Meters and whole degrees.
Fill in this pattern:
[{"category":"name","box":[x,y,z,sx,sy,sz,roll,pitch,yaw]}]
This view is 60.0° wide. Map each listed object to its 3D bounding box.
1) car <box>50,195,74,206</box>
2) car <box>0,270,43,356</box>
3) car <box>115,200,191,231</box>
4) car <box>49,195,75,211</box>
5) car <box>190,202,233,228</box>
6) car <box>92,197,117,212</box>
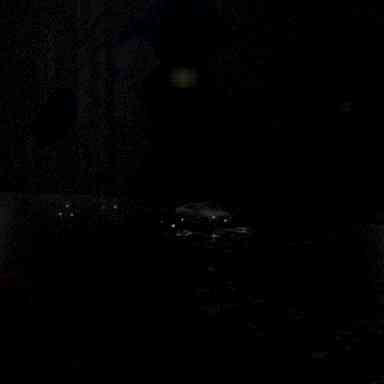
[{"category":"car","box":[-19.489,1.220,49.843,2.033,1.411,5.357,-1,1,-36]},{"category":"car","box":[-4.134,1.546,3.703,4.507,1.381,1.887,0,-1,-36]},{"category":"car","box":[-2.582,1.472,20.586,2.033,1.411,5.357,-1,1,-36]},{"category":"car","box":[-14.740,1.247,37.521,2.128,1.511,4.902,-1,1,-36]},{"category":"car","box":[0.630,1.409,21.722,1.812,1.442,4.674,-1,1,-36]},{"category":"car","box":[-9.046,1.241,35.151,2.128,1.511,4.902,-1,1,-36]}]
